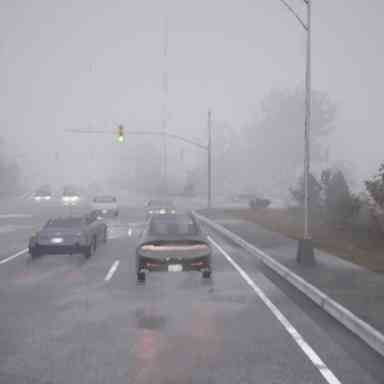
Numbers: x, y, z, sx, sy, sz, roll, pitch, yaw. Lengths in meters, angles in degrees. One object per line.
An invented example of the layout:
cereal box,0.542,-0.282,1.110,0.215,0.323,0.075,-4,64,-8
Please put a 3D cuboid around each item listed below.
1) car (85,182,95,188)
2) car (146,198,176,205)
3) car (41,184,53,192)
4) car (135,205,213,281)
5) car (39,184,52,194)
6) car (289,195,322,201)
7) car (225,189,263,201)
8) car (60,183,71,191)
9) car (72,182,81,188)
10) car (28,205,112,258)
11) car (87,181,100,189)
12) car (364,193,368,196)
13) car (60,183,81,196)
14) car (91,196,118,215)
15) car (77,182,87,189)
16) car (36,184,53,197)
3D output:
car,-27.480,-1.865,89.433,2.033,1.411,5.357,-1,2,-23
car,-2.004,1.082,21.556,2.033,1.411,5.357,0,2,-7
car,-28.981,-0.861,66.342,2.128,1.511,4.902,-1,3,-23
car,-0.558,1.392,9.637,2.128,1.511,4.902,0,1,-4
car,-24.913,-0.486,56.770,1.837,1.490,4.892,-1,3,-22
car,15.295,0.534,44.284,4.892,1.490,1.837,2,2,-20
car,6.405,0.333,41.060,4.902,1.511,2.128,1,2,-20
car,-25.999,-0.969,68.265,1.837,1.490,4.892,-1,3,-23
car,-30.701,-1.867,88.063,1.882,1.535,5.008,-1,2,-23
car,-4.369,1.415,12.283,1.994,1.385,4.181,0,2,-6
car,-23.396,-1.722,79.902,2.150,2.045,5.566,-1,2,-23
car,24.955,0.882,47.792,4.902,1.511,2.128,2,2,-20
car,-18.462,-0.208,50.004,2.128,1.511,4.902,-1,3,-25
car,-6.638,0.964,25.549,1.895,1.301,4.718,-1,3,-12
car,-26.599,-1.408,78.502,1.882,1.535,5.008,-1,2,-23
car,-21.581,-0.070,48.522,1.994,1.385,4.181,-1,3,-21
